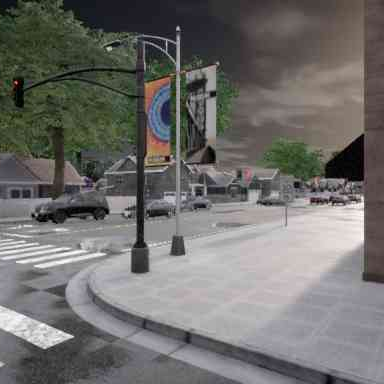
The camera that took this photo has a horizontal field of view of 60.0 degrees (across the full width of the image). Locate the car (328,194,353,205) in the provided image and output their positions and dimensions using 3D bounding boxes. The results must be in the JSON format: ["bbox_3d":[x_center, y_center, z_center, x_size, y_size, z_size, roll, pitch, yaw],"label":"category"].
[{"bbox_3d":[22.282,1.203,49.756,1.837,1.490,4.892,0,0,35],"label":"car"}]

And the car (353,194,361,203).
[{"bbox_3d":[28.276,1.155,58.143,1.837,1.490,4.892,0,0,36],"label":"car"}]

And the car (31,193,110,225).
[{"bbox_3d":[-8.492,1.124,23.844,2.150,2.045,5.566,0,0,36],"label":"car"}]

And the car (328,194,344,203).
[{"bbox_3d":[26.664,1.146,61.473,1.837,1.490,4.892,0,0,36],"label":"car"}]

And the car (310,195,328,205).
[{"bbox_3d":[20.029,1.171,52.192,1.882,1.535,5.008,0,0,36],"label":"car"}]

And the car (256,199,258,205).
[{"bbox_3d":[11.529,1.310,51.653,1.994,1.385,4.181,0,0,36],"label":"car"}]

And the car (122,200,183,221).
[{"bbox_3d":[-3.230,1.369,25.593,2.128,1.511,4.902,0,0,36],"label":"car"}]

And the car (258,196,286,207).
[{"bbox_3d":[11.568,1.289,46.196,2.033,1.411,5.357,0,0,36],"label":"car"}]

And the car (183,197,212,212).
[{"bbox_3d":[0.287,1.308,36.093,2.128,1.511,4.902,0,0,36],"label":"car"}]
